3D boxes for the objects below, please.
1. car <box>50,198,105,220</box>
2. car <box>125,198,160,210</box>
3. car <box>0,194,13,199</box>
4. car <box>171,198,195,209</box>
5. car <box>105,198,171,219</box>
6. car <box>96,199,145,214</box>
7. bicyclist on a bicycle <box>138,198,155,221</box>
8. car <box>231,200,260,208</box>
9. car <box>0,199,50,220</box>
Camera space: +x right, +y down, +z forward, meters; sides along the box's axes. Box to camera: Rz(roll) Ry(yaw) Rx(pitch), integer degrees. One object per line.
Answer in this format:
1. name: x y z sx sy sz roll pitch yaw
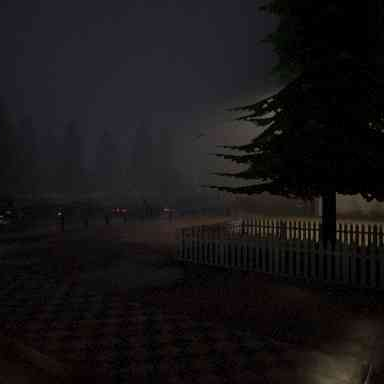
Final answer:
1. car: -9.232 1.505 28.665 1.837 1.490 4.892 0 0 36
2. car: -6.601 1.526 44.746 1.812 1.442 4.674 0 0 36
3. car: -18.147 1.222 28.558 2.150 2.045 5.566 0 0 35
4. car: -1.646 1.547 45.649 2.033 1.411 5.357 0 0 36
5. car: -4.587 1.547 29.147 2.033 1.411 5.357 0 0 35
6. car: -7.815 1.547 37.020 2.033 1.411 5.357 0 0 35
7. bicyclist on a bicycle: -3.355 1.302 24.356 1.656 1.620 0.582 0 0 35
8. car: 7.861 1.504 46.616 1.837 1.490 4.892 0 0 35
9. car: -13.660 1.547 28.824 2.033 1.411 5.357 0 0 35
